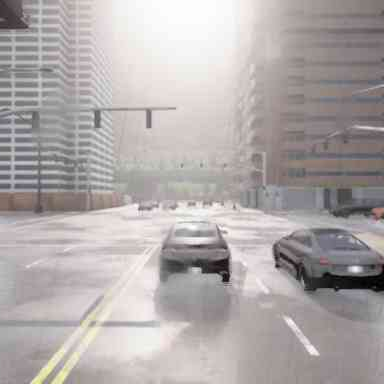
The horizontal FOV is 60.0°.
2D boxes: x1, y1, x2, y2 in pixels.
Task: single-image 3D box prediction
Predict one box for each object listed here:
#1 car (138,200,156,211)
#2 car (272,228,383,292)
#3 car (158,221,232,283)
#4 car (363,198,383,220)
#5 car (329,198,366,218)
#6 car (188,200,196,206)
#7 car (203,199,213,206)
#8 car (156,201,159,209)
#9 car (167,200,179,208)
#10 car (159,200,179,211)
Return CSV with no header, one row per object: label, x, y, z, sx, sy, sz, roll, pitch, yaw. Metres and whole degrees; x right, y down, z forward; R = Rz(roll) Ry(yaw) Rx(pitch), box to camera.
car,-7.113,2.154,51.270,1.812,1.442,4.674,0,-1,1
car,3.581,1.679,9.262,1.994,1.385,4.181,0,-1,1
car,0.076,1.615,10.047,2.128,1.511,4.902,0,-1,0
car,19.007,1.731,30.949,4.553,1.767,2.097,0,-1,0
car,17.186,1.644,34.472,5.566,2.045,2.150,0,-1,0
car,-0.024,2.437,73.254,2.033,1.411,5.357,0,-1,0
car,3.475,2.271,74.798,2.097,1.767,4.553,0,-1,0
car,-7.076,2.275,61.182,1.812,1.442,4.674,0,-1,1
car,-3.566,2.276,62.999,1.837,1.490,4.892,0,-1,0
car,-3.607,2.142,53.061,2.128,1.511,4.902,0,-1,0
